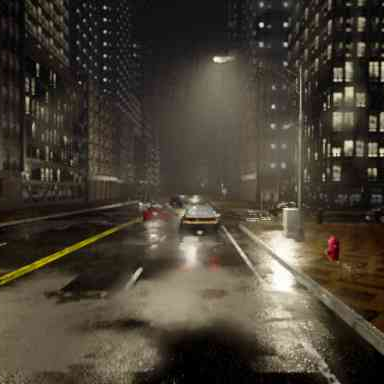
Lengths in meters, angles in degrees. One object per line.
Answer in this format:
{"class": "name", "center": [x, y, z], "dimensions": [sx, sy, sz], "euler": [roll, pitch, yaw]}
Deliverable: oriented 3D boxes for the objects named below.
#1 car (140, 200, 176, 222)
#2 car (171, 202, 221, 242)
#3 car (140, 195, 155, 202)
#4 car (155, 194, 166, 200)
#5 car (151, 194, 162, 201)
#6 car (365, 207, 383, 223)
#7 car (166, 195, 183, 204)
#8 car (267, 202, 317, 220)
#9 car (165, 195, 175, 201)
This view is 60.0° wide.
{"class": "car", "center": [-2.686, 1.591, 26.741], "dimensions": [1.994, 1.385, 4.181], "euler": [1, 0, 1]}
{"class": "car", "center": [0.366, 1.463, 16.078], "dimensions": [2.128, 1.511, 4.902], "euler": [0, 0, 1]}
{"class": "car", "center": [-8.661, 1.350, 63.380], "dimensions": [1.837, 1.490, 4.892], "euler": [0, 0, 1]}
{"class": "car", "center": [-5.412, 1.387, 63.325], "dimensions": [1.812, 1.442, 4.674], "euler": [0, 0, 1]}
{"class": "car", "center": [-8.369, 1.292, 79.190], "dimensions": [1.882, 1.535, 5.008], "euler": [0, 0, 1]}
{"class": "car", "center": [16.379, 1.851, 26.886], "dimensions": [4.403, 1.369, 2.008], "euler": [1, 0, 0]}
{"class": "car", "center": [-2.315, 1.429, 48.286], "dimensions": [1.812, 1.442, 4.674], "euler": [0, 0, 1]}
{"class": "car", "center": [9.254, 1.652, 29.965], "dimensions": [4.892, 1.490, 1.837], "euler": [0, -3, -2]}
{"class": "car", "center": [-5.119, 1.382, 79.134], "dimensions": [1.994, 1.385, 4.181], "euler": [0, 0, 1]}
